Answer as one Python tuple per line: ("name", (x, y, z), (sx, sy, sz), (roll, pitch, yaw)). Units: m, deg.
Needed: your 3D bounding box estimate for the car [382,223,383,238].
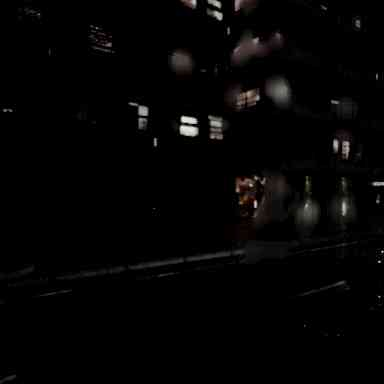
("car", (10.545, 1.484, 15.200), (4.902, 1.511, 2.128), (0, 0, -35))
